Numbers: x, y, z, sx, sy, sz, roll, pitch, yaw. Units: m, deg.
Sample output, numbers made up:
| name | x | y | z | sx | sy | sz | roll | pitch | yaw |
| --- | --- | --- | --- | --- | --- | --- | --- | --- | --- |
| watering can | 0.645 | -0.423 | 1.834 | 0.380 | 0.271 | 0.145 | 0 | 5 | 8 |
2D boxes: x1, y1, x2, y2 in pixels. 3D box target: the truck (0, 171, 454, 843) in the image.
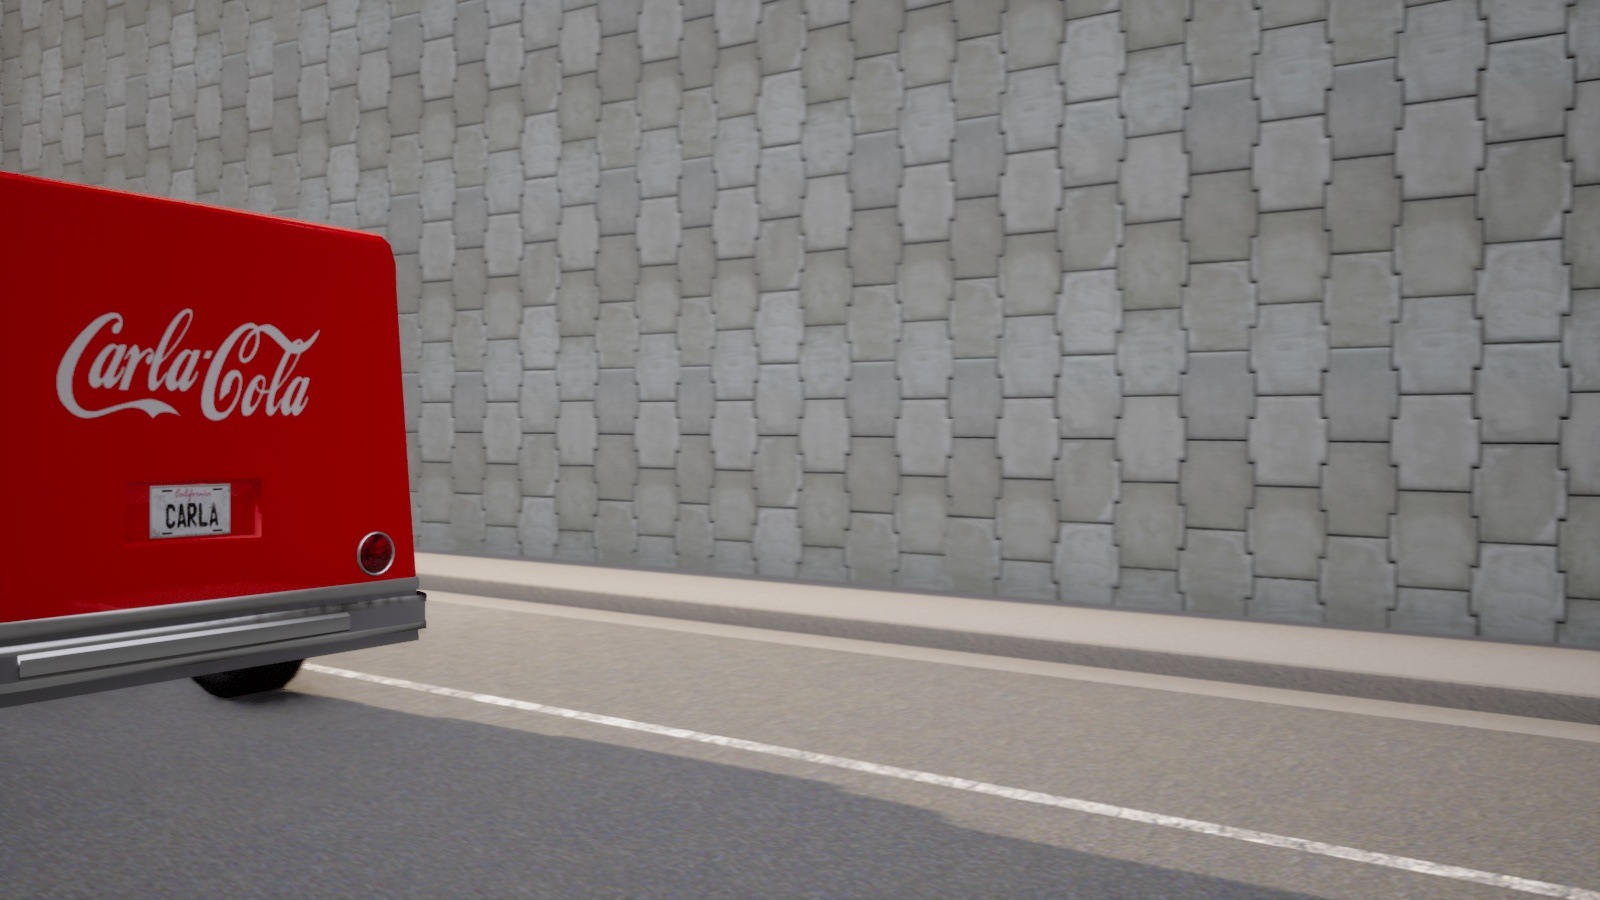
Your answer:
| name | x | y | z | sx | sy | sz | roll | pitch | yaw |
| --- | --- | --- | --- | --- | --- | --- | --- | --- | --- |
| truck | -4.665 | 0.195 | 6.713 | 5.204 | 2.467 | 2.627 | 0 | 1 | 34 |
